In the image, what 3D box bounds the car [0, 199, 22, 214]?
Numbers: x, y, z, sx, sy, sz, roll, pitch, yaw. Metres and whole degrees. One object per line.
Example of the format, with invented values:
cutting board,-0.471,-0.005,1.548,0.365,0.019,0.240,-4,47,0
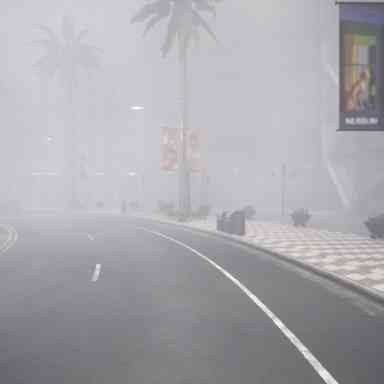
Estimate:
car,-20.329,1.491,35.751,4.902,1.511,2.128,0,0,33
